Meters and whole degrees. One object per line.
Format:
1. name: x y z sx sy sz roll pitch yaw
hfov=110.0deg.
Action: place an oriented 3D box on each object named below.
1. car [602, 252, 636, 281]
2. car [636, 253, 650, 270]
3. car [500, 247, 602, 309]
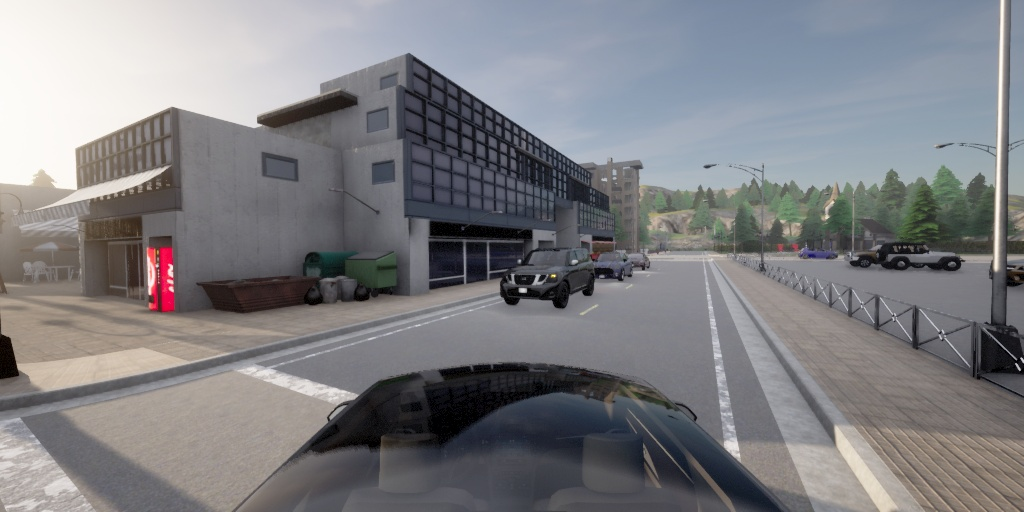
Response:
1. car: 6.231 0.544 22.666 2.097 1.767 4.553 0 2 28
2. car: 11.019 0.438 31.709 1.812 1.442 4.674 0 2 28
3. car: 1.633 0.683 13.971 2.150 2.045 5.566 0 1 28
